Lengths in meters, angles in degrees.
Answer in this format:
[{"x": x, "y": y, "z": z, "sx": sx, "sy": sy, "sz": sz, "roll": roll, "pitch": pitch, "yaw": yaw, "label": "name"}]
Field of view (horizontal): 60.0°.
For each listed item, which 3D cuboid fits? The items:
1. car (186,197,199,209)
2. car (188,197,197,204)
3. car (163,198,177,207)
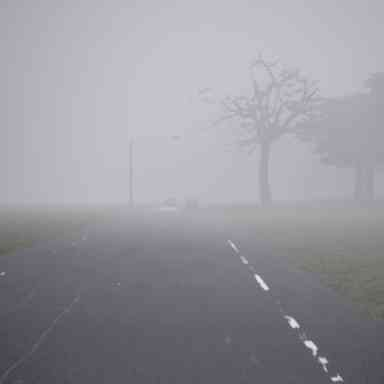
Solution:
[{"x": 0.066, "y": 1.694, "z": 48.328, "sx": 2.033, "sy": 1.411, "sz": 5.357, "roll": 0, "pitch": 0, "yaw": 0, "label": "car"}, {"x": 0.052, "y": 1.738, "z": 67.628, "sx": 1.812, "sy": 1.442, "sz": 4.674, "roll": 0, "pitch": 0, "yaw": 0, "label": "car"}, {"x": -3.541, "y": 1.662, "z": 54.418, "sx": 2.128, "sy": 1.511, "sz": 4.902, "roll": 0, "pitch": 0, "yaw": 0, "label": "car"}]
